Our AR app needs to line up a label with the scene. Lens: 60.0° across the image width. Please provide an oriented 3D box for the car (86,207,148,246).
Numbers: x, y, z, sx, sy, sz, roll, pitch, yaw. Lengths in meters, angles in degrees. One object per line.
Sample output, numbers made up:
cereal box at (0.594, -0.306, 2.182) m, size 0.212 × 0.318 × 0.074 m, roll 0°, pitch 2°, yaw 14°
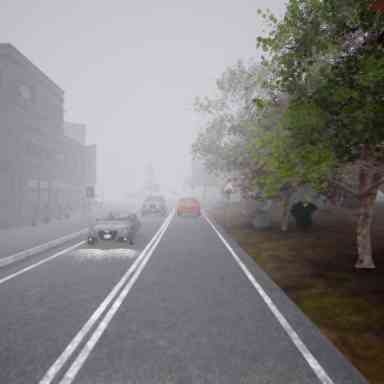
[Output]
car at (-3.467, 1.624, 15.612) m, size 1.994 × 1.385 × 4.181 m, roll 0°, pitch 0°, yaw 0°

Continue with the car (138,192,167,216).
car at (-3.668, 1.301, 33.113) m, size 2.150 × 2.045 × 5.566 m, roll 0°, pitch 0°, yaw -1°

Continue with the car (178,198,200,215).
car at (-0.300, 1.328, 32.107) m, size 2.097 × 1.767 × 4.553 m, roll 0°, pitch -1°, yaw -1°

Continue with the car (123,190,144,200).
car at (-13.113, 0.681, 75.569) m, size 2.150 × 2.045 × 5.566 m, roll -1°, pitch 0°, yaw 35°
